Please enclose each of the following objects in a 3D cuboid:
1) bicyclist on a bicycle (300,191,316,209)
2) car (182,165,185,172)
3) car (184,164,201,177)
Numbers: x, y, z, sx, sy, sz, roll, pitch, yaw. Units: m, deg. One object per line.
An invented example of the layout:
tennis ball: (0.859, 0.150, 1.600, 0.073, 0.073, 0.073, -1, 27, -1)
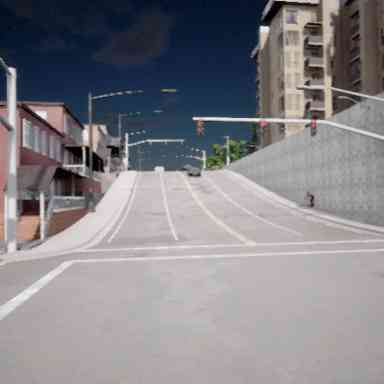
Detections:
bicyclist on a bicycle: (10.523, 0.713, 29.864, 1.656, 1.620, 0.582, -1, 5, -6)
car: (-0.873, -4.596, 63.692, 1.994, 1.385, 4.181, -1, 4, -7)
car: (0.334, -3.270, 53.756, 1.994, 1.385, 4.181, -1, 11, -6)
